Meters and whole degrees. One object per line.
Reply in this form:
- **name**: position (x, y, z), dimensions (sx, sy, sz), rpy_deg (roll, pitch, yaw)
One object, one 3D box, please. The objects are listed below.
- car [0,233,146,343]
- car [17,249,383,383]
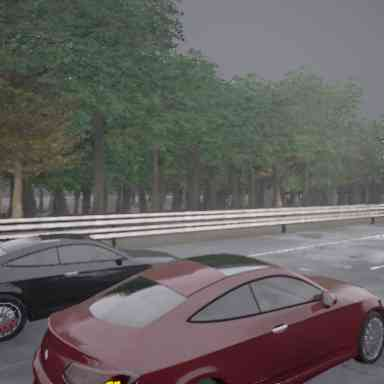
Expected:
- **car**: position (-2.296, 1.529, 6.408), dimensions (4.674, 1.442, 1.812), rpy_deg (0, 0, -36)
- **car**: position (0.589, 1.531, 4.169), dimensions (4.674, 1.442, 1.812), rpy_deg (0, 0, -36)
